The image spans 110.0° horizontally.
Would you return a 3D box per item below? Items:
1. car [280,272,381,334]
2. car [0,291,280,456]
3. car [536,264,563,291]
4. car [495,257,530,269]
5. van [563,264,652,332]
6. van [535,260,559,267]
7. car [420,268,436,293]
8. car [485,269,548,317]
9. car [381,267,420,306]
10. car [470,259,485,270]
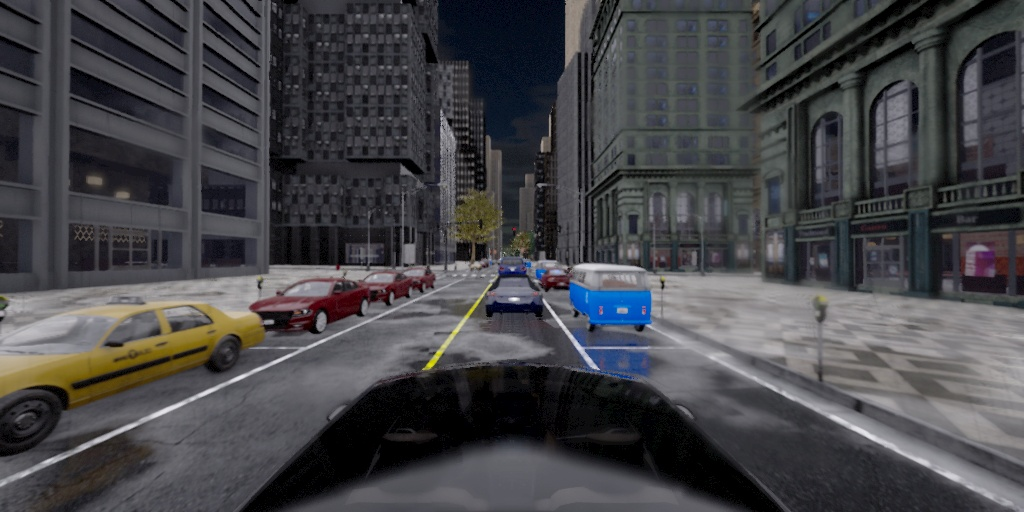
[{"bbox_3d":[-5.800,1.343,10.802,1.888,1.381,4.507,0,0,0],"label":"car"},{"bbox_3d":[-5.783,1.294,5.107,1.751,1.417,4.829,0,0,0],"label":"car"},{"bbox_3d":[2.722,1.402,21.858,1.888,1.381,4.507,0,0,0],"label":"car"},{"bbox_3d":[0.028,1.117,28.819,2.150,2.045,5.566,0,0,0],"label":"car"},{"bbox_3d":[2.751,1.139,10.809,1.690,1.789,3.998,0,0,0],"label":"van"},{"bbox_3d":[2.708,1.228,27.383,1.690,1.789,3.998,0,0,0],"label":"van"},{"bbox_3d":[-5.833,1.402,21.853,1.888,1.381,4.507,0,0,0],"label":"car"},{"bbox_3d":[0.069,1.376,13.575,1.994,1.385,4.181,0,0,0],"label":"car"},{"bbox_3d":[-5.816,1.372,16.328,1.888,1.381,4.507,0,0,0],"label":"car"},{"bbox_3d":[-5.928,1.604,59.775,1.751,1.417,4.829,0,0,0],"label":"car"}]
